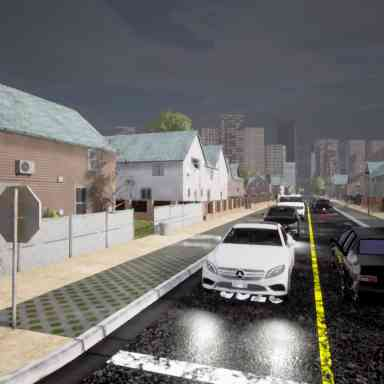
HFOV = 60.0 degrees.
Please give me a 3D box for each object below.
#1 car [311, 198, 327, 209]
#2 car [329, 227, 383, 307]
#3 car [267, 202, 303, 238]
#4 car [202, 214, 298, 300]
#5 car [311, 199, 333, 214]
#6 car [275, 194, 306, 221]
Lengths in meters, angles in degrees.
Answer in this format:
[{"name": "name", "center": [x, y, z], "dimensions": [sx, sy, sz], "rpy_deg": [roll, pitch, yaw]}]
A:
[{"name": "car", "center": [17.590, 1.586, 46.181], "dimensions": [1.994, 1.385, 4.181], "rpy_deg": [0, 0, 19]}, {"name": "car", "center": [4.445, 1.551, 7.947], "dimensions": [2.033, 1.411, 5.357], "rpy_deg": [0, 0, 19]}, {"name": "car", "center": [4.915, 1.516, 18.083], "dimensions": [1.837, 1.490, 4.892], "rpy_deg": [0, 0, 19]}, {"name": "car", "center": [1.685, 1.533, 8.693], "dimensions": [1.812, 1.442, 4.674], "rpy_deg": [0, 0, 19]}, {"name": "car", "center": [14.352, 1.522, 36.545], "dimensions": [1.837, 1.490, 4.892], "rpy_deg": [0, 0, 18]}, {"name": "car", "center": [8.376, 1.237, 28.122], "dimensions": [2.150, 2.045, 5.566], "rpy_deg": [0, 0, 19]}]
